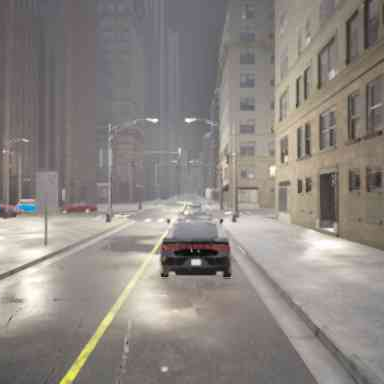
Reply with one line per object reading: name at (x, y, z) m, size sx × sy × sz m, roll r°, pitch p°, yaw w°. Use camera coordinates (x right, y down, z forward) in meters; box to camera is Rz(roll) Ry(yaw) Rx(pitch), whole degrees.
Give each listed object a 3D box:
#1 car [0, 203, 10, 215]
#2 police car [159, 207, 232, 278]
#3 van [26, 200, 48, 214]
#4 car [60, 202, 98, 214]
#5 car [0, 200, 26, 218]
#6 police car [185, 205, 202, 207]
car at (-25.251, 2.127, 41.338) m, size 4.206 × 1.307 × 1.802 m, roll -1°, pitch 0°, yaw 0°
police car at (0.096, 1.485, 10.476) m, size 1.930 × 1.638 × 5.238 m, roll 0°, pitch -1°, yaw 0°
van at (-19.630, 1.818, 41.320) m, size 3.998 × 1.788 × 1.690 m, roll -1°, pitch 0°, yaw 0°
car at (-14.003, 1.953, 41.303) m, size 4.507 × 1.381 × 1.887 m, roll -1°, pitch 0°, yaw 0°
car at (-19.648, 1.704, 32.795) m, size 5.009 × 1.841 × 2.192 m, roll -1°, pitch 0°, yaw 0°
police car at (0.098, 1.624, 20.748) m, size 2.038 × 1.542 × 4.974 m, roll 0°, pitch 0°, yaw 0°
